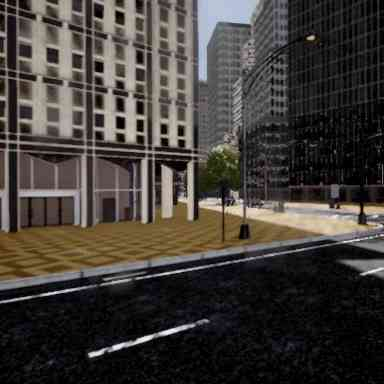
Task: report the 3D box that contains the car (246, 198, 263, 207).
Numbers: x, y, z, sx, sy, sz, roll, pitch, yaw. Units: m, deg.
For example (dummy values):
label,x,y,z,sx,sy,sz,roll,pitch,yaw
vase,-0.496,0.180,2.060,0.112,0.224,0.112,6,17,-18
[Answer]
label,x,y,z,sx,sy,sz,roll,pitch,yaw
car,9.594,1.644,52.687,2.033,1.411,5.357,0,0,-7

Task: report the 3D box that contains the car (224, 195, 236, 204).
label,x,y,z,sx,sy,sz,roll,pitch,yaw
car,7.545,1.486,68.176,2.097,1.767,4.553,0,0,-8
